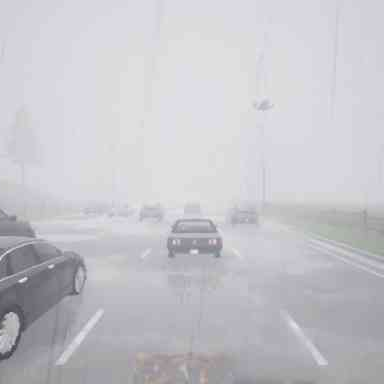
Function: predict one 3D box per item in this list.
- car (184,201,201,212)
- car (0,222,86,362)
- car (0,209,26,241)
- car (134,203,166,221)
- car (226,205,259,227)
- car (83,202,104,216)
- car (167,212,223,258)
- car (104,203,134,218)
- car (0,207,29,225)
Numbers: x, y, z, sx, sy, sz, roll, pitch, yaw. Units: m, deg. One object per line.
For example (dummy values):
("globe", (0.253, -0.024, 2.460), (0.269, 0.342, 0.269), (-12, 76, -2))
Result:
("car", (0.068, 1.776, 39.603), (1.882, 1.535, 5.008), (0, 0, 0))
("car", (-3.405, 1.552, 5.935), (1.837, 1.490, 4.892), (0, 0, 0))
("car", (-10.409, 1.669, 16.116), (2.033, 1.411, 5.357), (0, 0, 0))
("car", (-3.419, 1.713, 29.191), (2.128, 1.511, 4.902), (0, 0, 0))
("car", (3.586, 1.675, 24.113), (2.128, 1.511, 4.902), (0, 0, 0))
("car", (-10.422, 1.825, 36.768), (2.033, 1.411, 5.357), (0, 0, 0))
("car", (0.087, 1.702, 13.235), (1.895, 1.301, 4.718), (0, 0, 0))
("car", (-6.920, 1.849, 32.927), (1.895, 1.301, 4.718), (0, 0, 0))
("car", (-6.906, 1.298, 10.025), (2.150, 2.045, 5.566), (0, 0, 0))
